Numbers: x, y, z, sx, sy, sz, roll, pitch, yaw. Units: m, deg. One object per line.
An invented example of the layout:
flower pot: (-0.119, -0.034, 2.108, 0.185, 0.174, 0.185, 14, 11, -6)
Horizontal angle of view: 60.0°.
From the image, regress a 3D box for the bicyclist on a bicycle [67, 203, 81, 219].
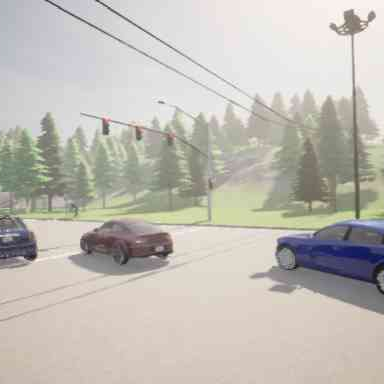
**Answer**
bicyclist on a bicycle: (-12.182, 1.915, 34.339, 0.582, 1.620, 1.656, -2, 0, 35)

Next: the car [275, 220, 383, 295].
car: (4.252, 1.451, 8.526, 1.882, 1.535, 5.008, -1, -1, -27)

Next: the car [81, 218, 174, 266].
car: (-2.514, 1.701, 12.392, 1.812, 1.442, 4.674, -1, -1, -40)

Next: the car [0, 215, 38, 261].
car: (-7.691, 1.657, 12.558, 4.553, 1.767, 2.097, -2, -1, 43)
